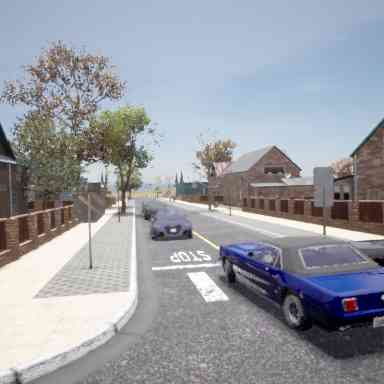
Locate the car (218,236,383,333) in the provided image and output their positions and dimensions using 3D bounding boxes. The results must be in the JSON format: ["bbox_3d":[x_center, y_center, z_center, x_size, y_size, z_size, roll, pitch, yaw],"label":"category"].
[{"bbox_3d":[2.126,1.578,6.910,1.895,1.301,4.718,-2,0,-16],"label":"car"}]

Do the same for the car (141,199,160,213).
[{"bbox_3d":[-5.153,1.652,40.360,2.033,1.411,5.357,-2,0,-10],"label":"car"}]

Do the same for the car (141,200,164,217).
[{"bbox_3d":[-3.323,1.557,29.662,1.882,1.535,5.008,-2,0,-10],"label":"car"}]

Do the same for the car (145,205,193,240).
[{"bbox_3d":[-1.213,1.612,17.481,1.994,1.385,4.181,-2,0,-10],"label":"car"}]
